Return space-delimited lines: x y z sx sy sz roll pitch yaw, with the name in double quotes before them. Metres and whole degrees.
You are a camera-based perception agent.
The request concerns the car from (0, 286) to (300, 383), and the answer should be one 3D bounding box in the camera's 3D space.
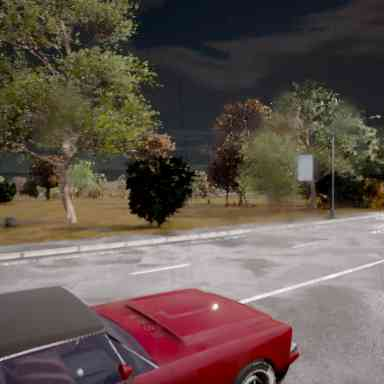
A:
"car" -1.172 1.608 2.985 4.718 1.301 1.895 0 0 -36
